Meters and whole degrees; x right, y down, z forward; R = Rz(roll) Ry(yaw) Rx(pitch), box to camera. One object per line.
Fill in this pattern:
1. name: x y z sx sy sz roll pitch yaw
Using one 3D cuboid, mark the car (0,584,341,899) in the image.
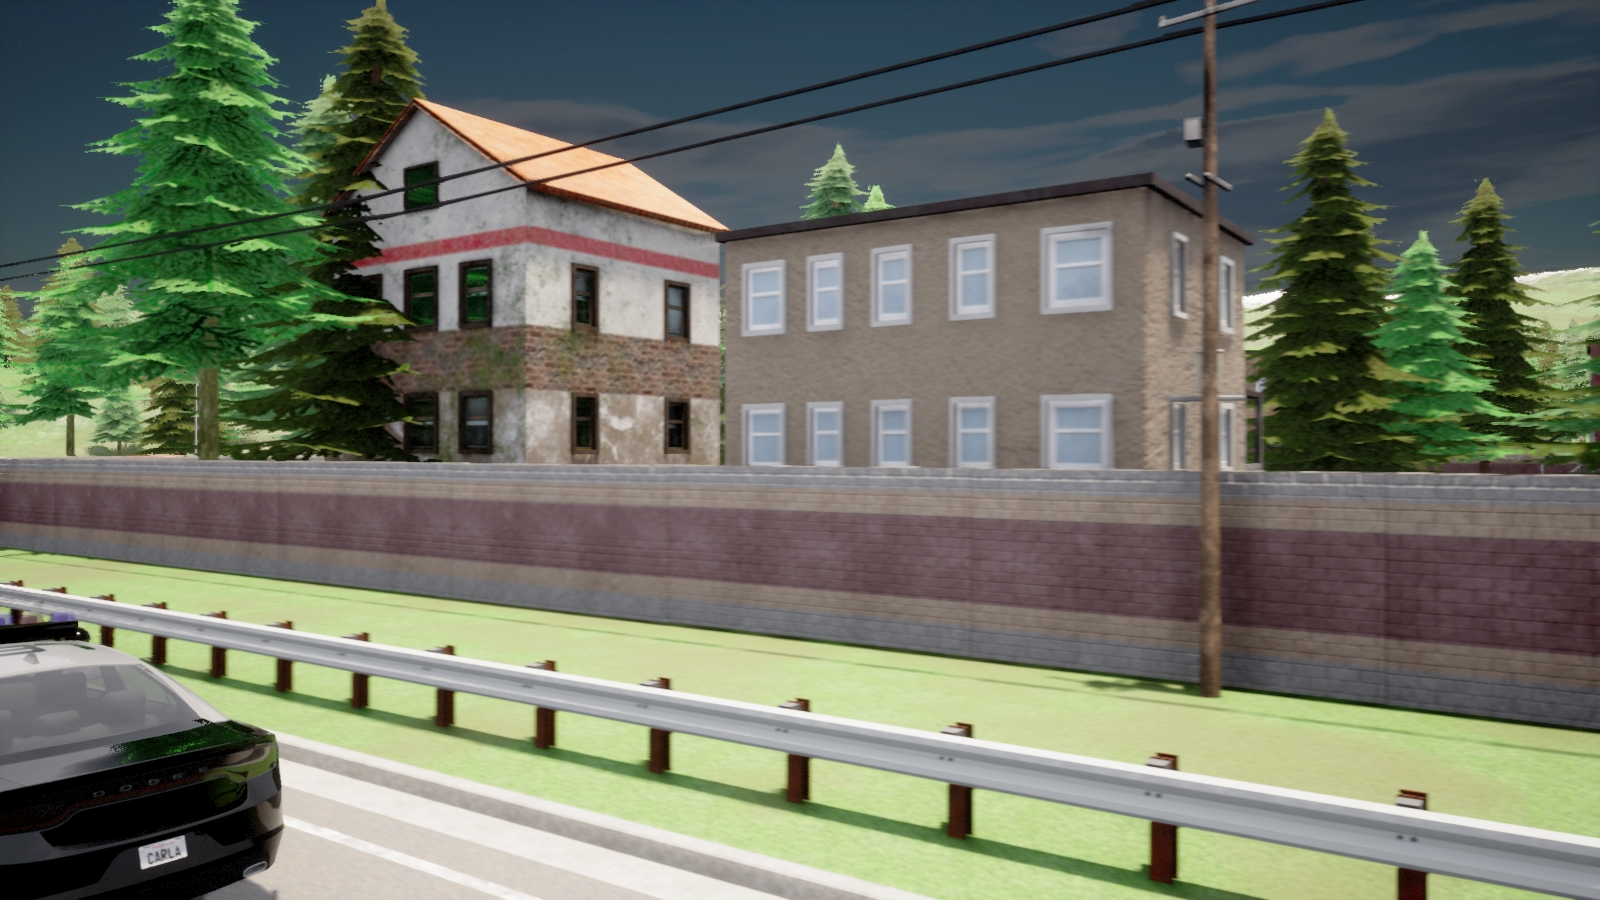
1. car: -5.578 1.982 7.691 5.238 1.638 2.097 0 0 35
